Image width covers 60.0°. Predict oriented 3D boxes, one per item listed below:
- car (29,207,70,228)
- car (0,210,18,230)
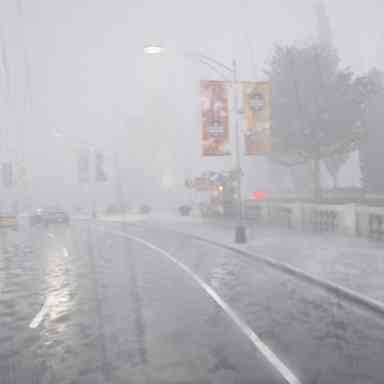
[{"bbox_3d":[-11.567,1.980,26.830,2.128,1.511,4.902,-2,0,-43],"label":"car"},{"bbox_3d":[-14.724,2.079,25.097,1.882,1.535,5.008,-2,0,-43],"label":"car"}]
